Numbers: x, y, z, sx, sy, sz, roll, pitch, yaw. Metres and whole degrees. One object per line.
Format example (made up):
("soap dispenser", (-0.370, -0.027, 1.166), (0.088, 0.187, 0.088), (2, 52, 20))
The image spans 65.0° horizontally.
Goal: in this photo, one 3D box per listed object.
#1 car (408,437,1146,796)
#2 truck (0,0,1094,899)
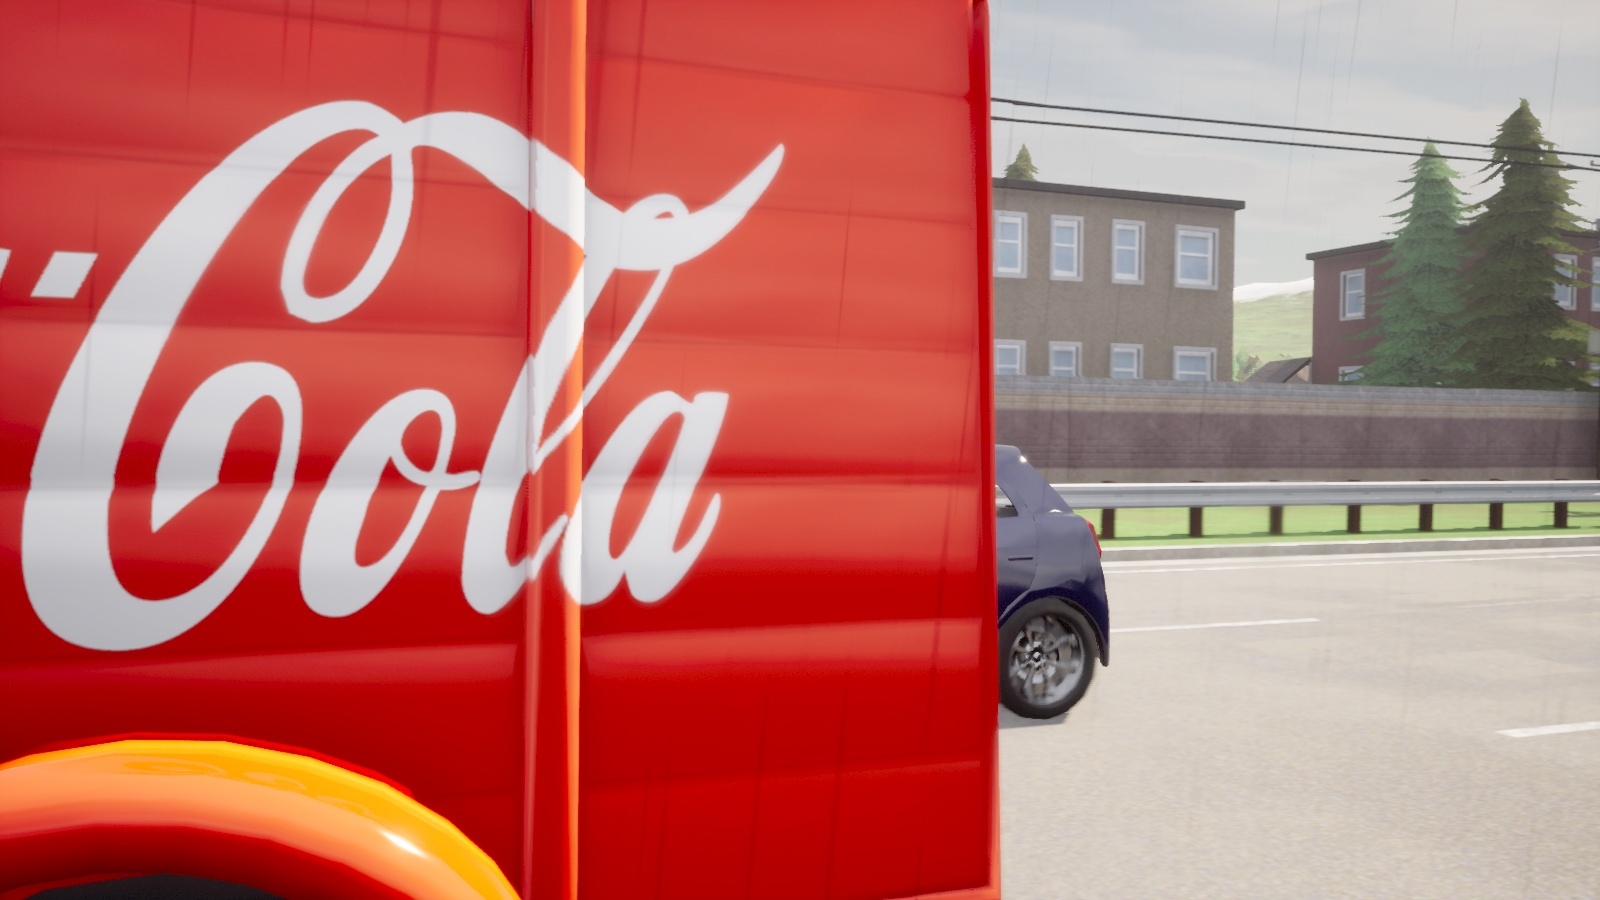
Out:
("car", (-0.186, 0.701, 6.912), (3.633, 1.501, 1.845), (-1, 1, -21))
("truck", (-2.432, 0.300, 2.310), (5.204, 2.467, 2.627), (-1, 1, -21))
